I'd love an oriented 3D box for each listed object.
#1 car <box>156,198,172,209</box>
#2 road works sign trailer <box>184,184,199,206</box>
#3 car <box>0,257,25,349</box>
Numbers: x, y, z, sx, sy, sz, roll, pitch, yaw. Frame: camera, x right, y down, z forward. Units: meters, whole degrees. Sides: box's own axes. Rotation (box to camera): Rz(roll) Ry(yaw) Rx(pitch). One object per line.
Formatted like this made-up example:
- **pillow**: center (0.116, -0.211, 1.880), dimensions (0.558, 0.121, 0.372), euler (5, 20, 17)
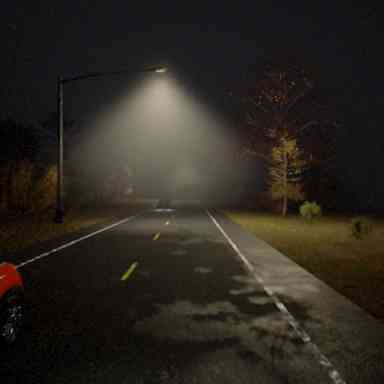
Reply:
- **car**: center (-3.636, 1.513, 44.189), dimensions (2.033, 1.411, 5.357), euler (0, 0, 0)
- **road works sign trailer**: center (-0.055, 0.424, 55.355), dimensions (2.380, 3.560, 2.880), euler (0, 0, 0)
- **car**: center (-3.602, 1.349, 3.184), dimensions (2.097, 1.767, 4.553), euler (0, 0, 0)
